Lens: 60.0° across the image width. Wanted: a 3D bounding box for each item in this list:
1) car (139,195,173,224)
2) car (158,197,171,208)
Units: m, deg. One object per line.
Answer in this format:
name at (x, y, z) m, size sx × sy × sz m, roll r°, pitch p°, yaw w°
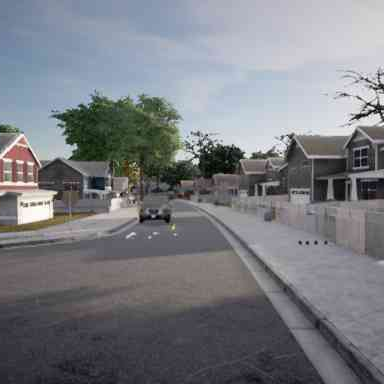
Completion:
car at (-2.652, 1.262, 25.076) m, size 2.150 × 2.045 × 5.566 m, roll 0°, pitch 0°, yaw -2°
car at (-4.222, 1.604, 51.184) m, size 1.812 × 1.442 × 4.674 m, roll 0°, pitch 0°, yaw -5°
